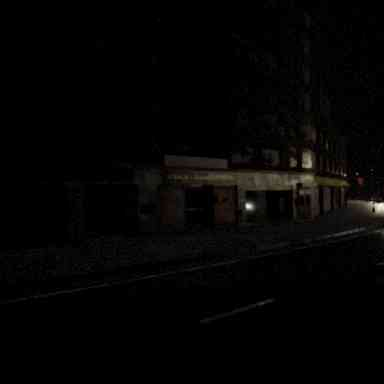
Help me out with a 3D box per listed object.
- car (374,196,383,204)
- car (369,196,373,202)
[{"bbox_3d":[39.284,1.528,68.063,2.097,1.767,4.553,-1,0,22],"label":"car"},{"bbox_3d":[44.992,1.690,82.004,1.837,1.490,4.892,-1,0,22],"label":"car"}]
